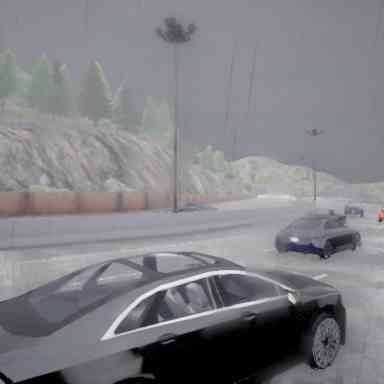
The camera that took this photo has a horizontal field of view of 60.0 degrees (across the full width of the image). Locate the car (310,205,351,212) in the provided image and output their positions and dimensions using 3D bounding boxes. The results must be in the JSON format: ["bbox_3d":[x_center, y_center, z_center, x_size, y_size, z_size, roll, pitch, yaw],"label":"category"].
[{"bbox_3d":[9.204,1.812,22.948,1.895,1.301,4.718,0,-1,38],"label":"car"}]

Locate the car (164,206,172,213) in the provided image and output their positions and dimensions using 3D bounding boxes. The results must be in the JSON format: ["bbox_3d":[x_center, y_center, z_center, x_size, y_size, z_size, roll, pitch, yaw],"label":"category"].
[{"bbox_3d":[-0.786,1.731,33.064,1.837,1.490,4.892,0,-1,37],"label":"car"}]

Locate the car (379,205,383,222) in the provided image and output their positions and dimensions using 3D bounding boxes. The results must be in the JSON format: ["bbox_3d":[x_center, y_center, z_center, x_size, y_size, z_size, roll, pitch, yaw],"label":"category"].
[{"bbox_3d":[17.741,1.657,29.290,2.097,1.767,4.553,0,-1,32],"label":"car"}]

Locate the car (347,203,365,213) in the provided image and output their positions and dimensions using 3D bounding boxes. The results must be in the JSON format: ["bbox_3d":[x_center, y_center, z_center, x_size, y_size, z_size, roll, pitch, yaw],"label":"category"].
[{"bbox_3d":[17.605,1.877,36.157,1.812,1.442,4.674,0,0,27],"label":"car"}]

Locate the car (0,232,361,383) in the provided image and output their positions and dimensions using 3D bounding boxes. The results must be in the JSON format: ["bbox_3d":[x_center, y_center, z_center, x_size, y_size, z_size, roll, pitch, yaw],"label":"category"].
[{"bbox_3d":[0.015,1.520,4.100,4.902,1.511,2.128,1,0,-37],"label":"car"}]

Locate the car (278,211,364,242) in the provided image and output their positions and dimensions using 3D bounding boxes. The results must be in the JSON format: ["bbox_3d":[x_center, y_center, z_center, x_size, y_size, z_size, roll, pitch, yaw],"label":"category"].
[{"bbox_3d":[5.095,1.685,13.255,4.181,1.385,1.994,1,-1,-44],"label":"car"}]

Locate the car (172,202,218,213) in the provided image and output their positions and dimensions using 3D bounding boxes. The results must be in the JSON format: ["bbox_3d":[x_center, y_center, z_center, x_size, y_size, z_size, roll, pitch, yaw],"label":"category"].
[{"bbox_3d":[0.618,1.771,29.261,1.994,1.385,4.181,0,-1,39],"label":"car"}]
